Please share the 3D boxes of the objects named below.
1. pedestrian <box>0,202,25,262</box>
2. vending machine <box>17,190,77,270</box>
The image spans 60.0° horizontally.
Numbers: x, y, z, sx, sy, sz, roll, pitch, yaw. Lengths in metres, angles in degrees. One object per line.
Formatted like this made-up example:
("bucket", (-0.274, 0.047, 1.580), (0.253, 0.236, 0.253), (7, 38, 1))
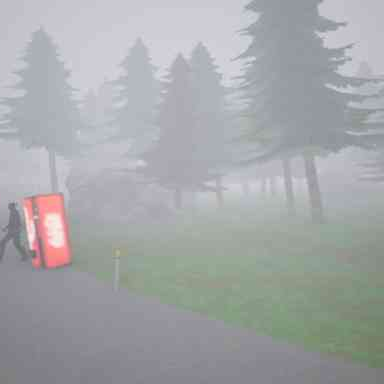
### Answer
("pedestrian", (-5.370, 1.152, 9.982), (0.375, 1.860, 0.375), (6, -10, -41))
("vending machine", (-4.249, 1.073, 9.768), (1.100, 2.100, 0.880), (-8, 0, -43))
